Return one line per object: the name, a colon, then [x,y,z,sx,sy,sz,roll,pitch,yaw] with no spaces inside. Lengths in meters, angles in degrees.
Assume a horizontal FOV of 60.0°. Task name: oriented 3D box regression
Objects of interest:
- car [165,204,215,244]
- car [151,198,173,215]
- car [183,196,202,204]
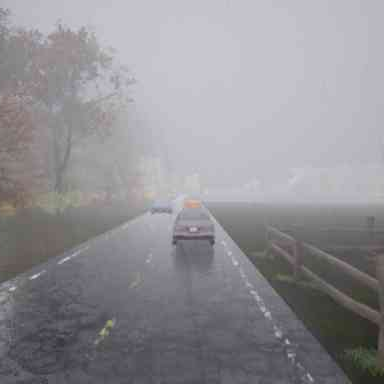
car: [0.063,1.493,15.447,2.033,1.411,5.357,0,0,0]
car: [-2.806,1.371,32.013,1.882,1.535,5.008,0,0,0]
car: [0.030,1.221,37.952,2.097,1.767,4.553,0,0,0]
